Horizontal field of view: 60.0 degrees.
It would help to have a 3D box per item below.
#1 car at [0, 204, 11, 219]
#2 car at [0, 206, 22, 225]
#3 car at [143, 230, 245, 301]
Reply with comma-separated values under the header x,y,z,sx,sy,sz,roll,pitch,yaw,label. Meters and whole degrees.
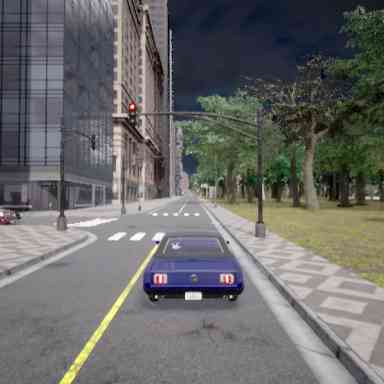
x,y,z,sx,sy,sz,roll,pitch,yaw,label
-18.943,1.727,29.820,4.313,1.339,1.947,0,-1,0,car
-13.497,1.372,21.296,4.097,1.590,1.967,0,-2,-1,car
0.020,1.607,8.278,1.895,1.301,4.718,0,0,0,car
